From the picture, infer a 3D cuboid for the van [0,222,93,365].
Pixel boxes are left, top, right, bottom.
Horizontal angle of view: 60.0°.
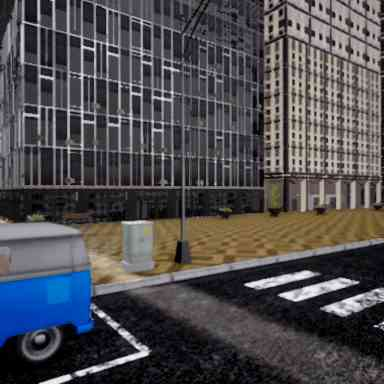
[{"bbox_3d":[-3.310,1.341,4.205,3.998,1.788,1.690,0,0,-35],"label":"van"}]
